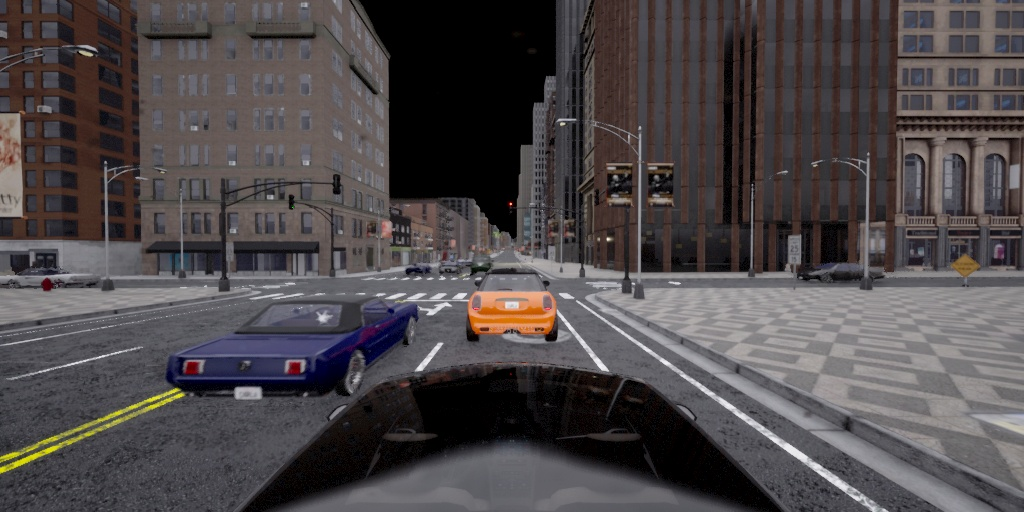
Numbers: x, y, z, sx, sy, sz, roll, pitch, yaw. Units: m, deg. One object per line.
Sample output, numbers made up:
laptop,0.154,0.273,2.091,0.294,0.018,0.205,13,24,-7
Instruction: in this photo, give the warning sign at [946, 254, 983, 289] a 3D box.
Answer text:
warning sign,25.178,0.827,19.909,1.060,1.860,1.300,0,0,0

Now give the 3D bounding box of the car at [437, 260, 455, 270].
car,-9.841,1.341,53.892,1.994,1.385,4.181,0,0,0

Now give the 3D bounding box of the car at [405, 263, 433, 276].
car,-9.850,1.367,38.029,1.895,1.301,4.718,0,0,0

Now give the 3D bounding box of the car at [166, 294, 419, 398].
car,-3.149,1.350,6.510,1.895,1.301,4.718,0,0,0

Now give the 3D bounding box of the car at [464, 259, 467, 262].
car,-6.590,1.342,54.658,1.994,1.385,4.181,0,0,0

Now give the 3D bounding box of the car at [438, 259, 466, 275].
car,-6.598,1.329,38.892,1.994,1.385,4.181,0,0,0

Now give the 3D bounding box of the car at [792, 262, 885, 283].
car,23.372,1.167,25.712,5.357,1.411,2.033,0,1,0

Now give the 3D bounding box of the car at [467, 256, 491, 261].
car,-3.150,0.988,38.542,2.150,2.045,5.566,0,0,0

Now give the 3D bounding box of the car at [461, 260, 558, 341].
car,0.010,1.101,10.005,2.097,1.767,4.553,0,0,0

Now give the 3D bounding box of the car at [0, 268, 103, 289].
car,-30.327,1.471,23.708,4.718,1.301,1.895,0,1,0
